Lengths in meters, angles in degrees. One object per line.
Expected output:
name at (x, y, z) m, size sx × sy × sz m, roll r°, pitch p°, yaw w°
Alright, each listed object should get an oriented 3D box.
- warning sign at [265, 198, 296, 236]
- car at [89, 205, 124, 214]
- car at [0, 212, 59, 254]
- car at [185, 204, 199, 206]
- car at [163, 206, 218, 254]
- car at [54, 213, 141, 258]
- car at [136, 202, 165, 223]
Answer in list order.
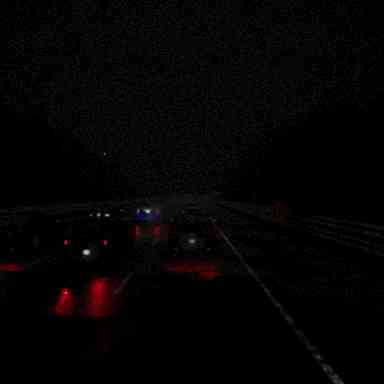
warning sign at (4.580, 1.276, 17.329) m, size 1.300 × 1.860 × 1.060 m, roll 2°, pitch 1°, yaw 0°
car at (-6.984, 1.800, 27.501) m, size 2.033 × 1.411 × 5.357 m, roll 0°, pitch -1°, yaw 0°
car at (-6.970, 1.609, 14.254) m, size 1.882 × 1.535 × 5.008 m, roll 0°, pitch 0°, yaw 0°
car at (0.030, 1.791, 28.913) m, size 1.812 × 1.442 × 4.674 m, roll 0°, pitch 0°, yaw 1°
car at (0.030, 1.609, 14.234) m, size 1.882 × 1.535 × 5.008 m, roll 0°, pitch 0°, yaw 0°
car at (-3.479, 1.723, 13.242) m, size 1.895 × 1.301 × 4.718 m, roll 0°, pitch -1°, yaw 0°
car at (-3.474, 1.612, 28.411) m, size 2.097 × 1.767 × 4.553 m, roll 0°, pitch -1°, yaw 0°
